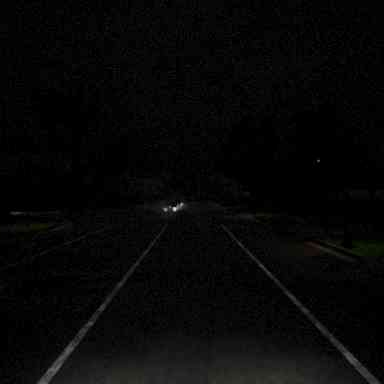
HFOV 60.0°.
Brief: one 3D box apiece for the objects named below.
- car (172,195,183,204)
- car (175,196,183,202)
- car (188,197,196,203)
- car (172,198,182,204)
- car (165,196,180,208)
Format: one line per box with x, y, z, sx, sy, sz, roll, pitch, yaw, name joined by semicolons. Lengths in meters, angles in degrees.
-3.519;1.726;68.737;2.150;2.045;5.566;0;0;0;car
-3.524;1.968;94.016;2.097;1.767;4.553;0;0;0;car
-0.023;2.124;87.902;1.882;1.535;5.008;0;0;0;car
-3.520;2.109;79.467;2.128;1.511;4.902;0;0;0;car
-3.599;1.904;58.014;1.882;1.535;5.008;0;0;0;car
